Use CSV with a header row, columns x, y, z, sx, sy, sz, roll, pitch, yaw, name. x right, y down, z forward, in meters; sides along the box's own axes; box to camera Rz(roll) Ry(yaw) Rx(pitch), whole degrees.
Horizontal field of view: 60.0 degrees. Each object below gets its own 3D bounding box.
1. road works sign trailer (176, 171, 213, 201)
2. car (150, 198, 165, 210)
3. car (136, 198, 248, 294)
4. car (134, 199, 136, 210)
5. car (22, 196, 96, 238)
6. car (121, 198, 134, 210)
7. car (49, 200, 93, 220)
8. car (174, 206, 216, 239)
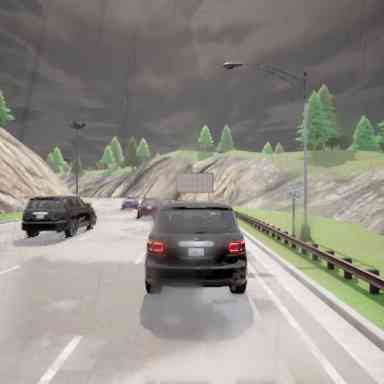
x,y,z,sx,sy,sz,roll,pitch,yaw,name
0.190,0.461,21.621,2.380,3.560,2.880,0,0,0,road works sign trailer
-4.561,1.518,43.578,1.812,1.442,4.674,0,0,-7,car
0.088,1.220,8.909,2.150,2.045,5.566,0,0,0,car
-3.516,1.347,29.253,2.097,1.767,4.553,0,0,-1,car
-6.921,1.220,17.864,2.150,2.045,5.566,0,0,0,car
-7.933,1.519,42.533,1.812,1.442,4.674,0,0,-7,car
-10.509,1.483,29.319,2.128,1.511,4.902,0,0,-2,car
0.113,1.554,18.125,1.994,1.385,4.181,0,0,-1,car
